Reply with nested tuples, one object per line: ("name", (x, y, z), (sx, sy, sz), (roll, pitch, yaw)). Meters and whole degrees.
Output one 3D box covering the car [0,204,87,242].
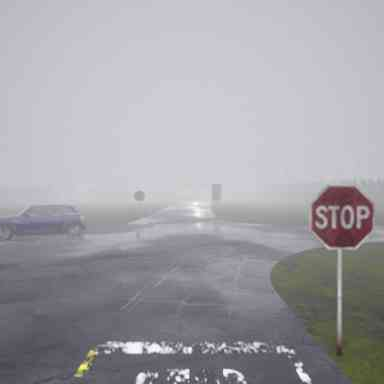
("car", (-7.738, 1.411, 16.820), (4.553, 1.767, 2.097), (0, -1, -22))
